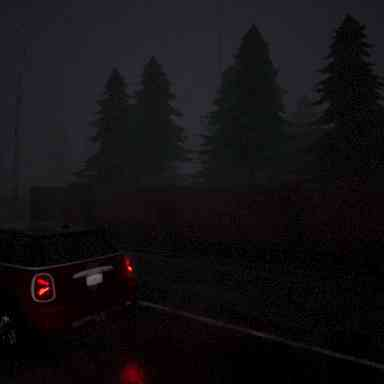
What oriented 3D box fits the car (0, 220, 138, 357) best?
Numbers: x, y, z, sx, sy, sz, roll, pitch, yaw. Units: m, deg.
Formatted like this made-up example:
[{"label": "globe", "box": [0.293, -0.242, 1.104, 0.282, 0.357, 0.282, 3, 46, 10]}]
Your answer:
[{"label": "car", "box": [-3.206, 1.344, 6.277, 4.553, 1.767, 2.097, 0, 0, 35]}]
